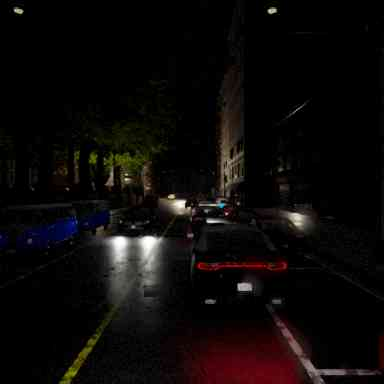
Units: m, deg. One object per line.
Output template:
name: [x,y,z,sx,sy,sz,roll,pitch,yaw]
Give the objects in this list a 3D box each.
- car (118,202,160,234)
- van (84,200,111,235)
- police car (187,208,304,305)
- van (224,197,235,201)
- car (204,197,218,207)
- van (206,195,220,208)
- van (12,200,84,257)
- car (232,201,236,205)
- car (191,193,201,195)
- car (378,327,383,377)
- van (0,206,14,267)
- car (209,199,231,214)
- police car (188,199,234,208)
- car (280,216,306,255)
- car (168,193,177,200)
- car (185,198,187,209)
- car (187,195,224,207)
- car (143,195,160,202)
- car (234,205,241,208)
car: [-2.990,1.518,19.240,1.812,1.442,4.674,0,0,0]
van: [-5.663,1.334,18.181,1.690,1.788,3.998,0,0,0]
police car: [0.904,1.424,8.289,1.930,1.638,5.238,0,0,0]
van: [2.866,1.324,29.526,1.690,1.788,3.998,0,0,0]
car: [2.875,1.518,52.169,1.947,1.339,4.313,0,0,0]
van: [2.873,1.302,46.508,1.690,1.788,3.998,0,0,0]
van: [-5.665,1.338,12.523,1.690,1.788,3.998,0,0,0]
car: [2.865,1.570,23.866,1.802,1.307,4.206,0,0,0]
car: [0.021,1.431,58.733,2.128,1.511,4.902,0,0,0]
car: [2.856,1.315,1.224,2.192,1.841,5.009,0,0,0]
van: [-5.667,1.340,6.865,1.690,1.788,3.998,0,0,0]
car: [2.869,1.522,35.187,1.887,1.381,4.507,0,0,0]
police car: [0.908,1.418,18.288,1.930,1.638,5.238,0,0,0]
car: [2.861,1.541,12.545,1.887,1.381,4.507,0,0,0]
car: [-5.638,1.402,89.990,1.752,1.417,4.829,0,0,0]
car: [0.032,1.527,45.330,1.994,1.385,4.181,0,0,0]
car: [0.909,1.339,24.148,2.097,1.767,4.553,0,0,0]
car: [-5.652,1.276,46.471,2.192,1.841,5.009,0,0,0]
car: [2.863,1.575,18.206,1.802,1.307,4.206,0,0,0]
